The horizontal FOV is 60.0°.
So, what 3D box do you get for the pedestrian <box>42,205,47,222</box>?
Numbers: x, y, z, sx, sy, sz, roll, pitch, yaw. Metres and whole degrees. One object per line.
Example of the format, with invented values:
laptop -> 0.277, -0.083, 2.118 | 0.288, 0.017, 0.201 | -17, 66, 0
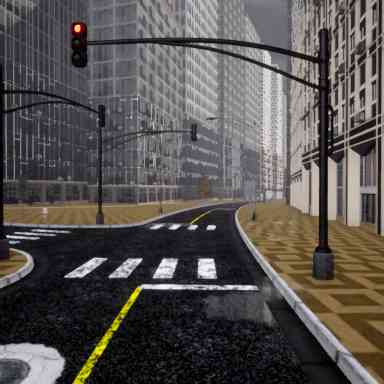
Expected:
pedestrian -> -9.297, 1.344, 21.052 | 0.500, 1.100, 0.500 | 0, 0, 17
